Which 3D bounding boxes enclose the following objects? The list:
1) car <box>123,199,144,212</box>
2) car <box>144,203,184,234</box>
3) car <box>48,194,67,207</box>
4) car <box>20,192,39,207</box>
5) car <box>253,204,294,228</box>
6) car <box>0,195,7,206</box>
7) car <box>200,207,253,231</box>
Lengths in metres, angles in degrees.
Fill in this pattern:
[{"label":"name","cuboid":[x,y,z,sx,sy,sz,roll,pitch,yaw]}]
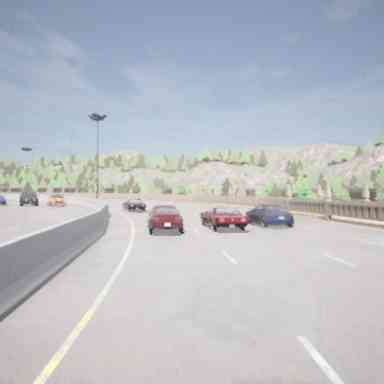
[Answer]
[{"label":"car","cuboid":[-6.477,1.434,36.815,1.895,1.301,4.718,0,0,-20]},{"label":"car","cuboid":[-1.577,1.446,18.775,1.812,1.442,4.674,0,0,-9]},{"label":"car","cuboid":[-18.964,1.103,46.781,2.097,1.767,4.553,0,0,-29]},{"label":"car","cuboid":[-22.618,0.961,46.233,2.150,2.045,5.566,0,0,-29]},{"label":"car","cuboid":[4.947,1.496,21.754,1.994,1.385,4.181,0,0,-11]},{"label":"car","cuboid":[-28.457,1.186,49.050,1.882,1.535,5.008,0,0,-33]},{"label":"car","cuboid":[1.772,1.529,20.035,1.895,1.301,4.718,0,0,-10]}]
